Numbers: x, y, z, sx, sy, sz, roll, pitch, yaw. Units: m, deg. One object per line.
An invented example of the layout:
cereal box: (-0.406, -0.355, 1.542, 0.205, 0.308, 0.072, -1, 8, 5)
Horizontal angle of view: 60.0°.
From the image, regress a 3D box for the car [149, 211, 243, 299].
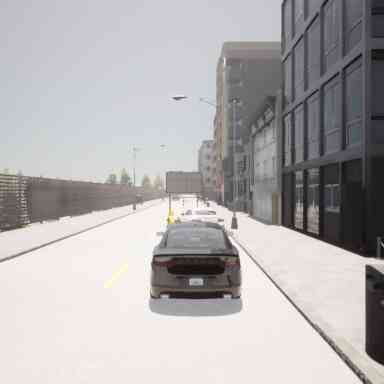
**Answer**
car: (0.074, 1.477, 8.500, 1.882, 1.535, 5.008, 0, 0, 0)

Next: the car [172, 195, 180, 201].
car: (-4.257, 1.561, 87.377, 1.994, 1.385, 4.181, 0, 0, 0)

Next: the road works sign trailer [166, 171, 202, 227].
road works sign trailer: (-0.555, 0.464, 21.329, 2.380, 3.560, 2.880, 0, 0, -17)

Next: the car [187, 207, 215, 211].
car: (0.452, 1.538, 17.849, 1.812, 1.442, 4.674, 0, -1, -10)
